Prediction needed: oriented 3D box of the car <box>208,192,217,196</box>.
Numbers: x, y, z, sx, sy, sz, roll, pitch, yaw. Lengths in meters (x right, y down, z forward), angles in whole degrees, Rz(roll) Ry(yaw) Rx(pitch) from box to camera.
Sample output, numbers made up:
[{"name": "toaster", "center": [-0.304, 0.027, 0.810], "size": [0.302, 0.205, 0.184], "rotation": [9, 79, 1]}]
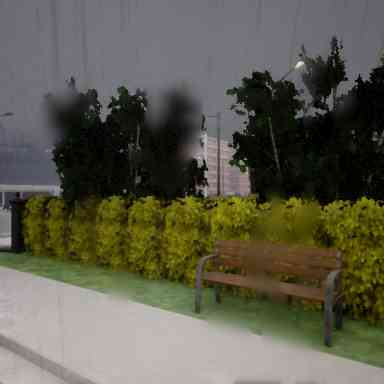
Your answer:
[{"name": "car", "center": [3.764, 0.762, 70.888], "size": [1.994, 1.385, 4.181], "rotation": [0, 1, 35]}]

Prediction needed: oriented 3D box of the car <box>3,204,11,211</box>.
[{"name": "car", "center": [-18.867, 1.498, 38.793], "size": [2.033, 1.411, 5.357], "rotation": [0, 0, 35]}]

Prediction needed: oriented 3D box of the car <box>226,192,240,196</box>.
[{"name": "car", "center": [8.783, 0.698, 71.952], "size": [1.812, 1.442, 4.674], "rotation": [0, 0, 35]}]
